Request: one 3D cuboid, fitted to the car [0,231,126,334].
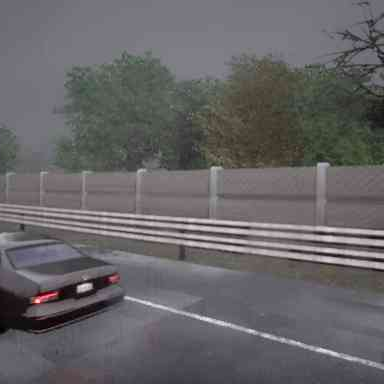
[{"bbox_3d":[-3.710,1.516,6.637,5.357,1.411,2.033,1,0,36],"label":"car"}]
